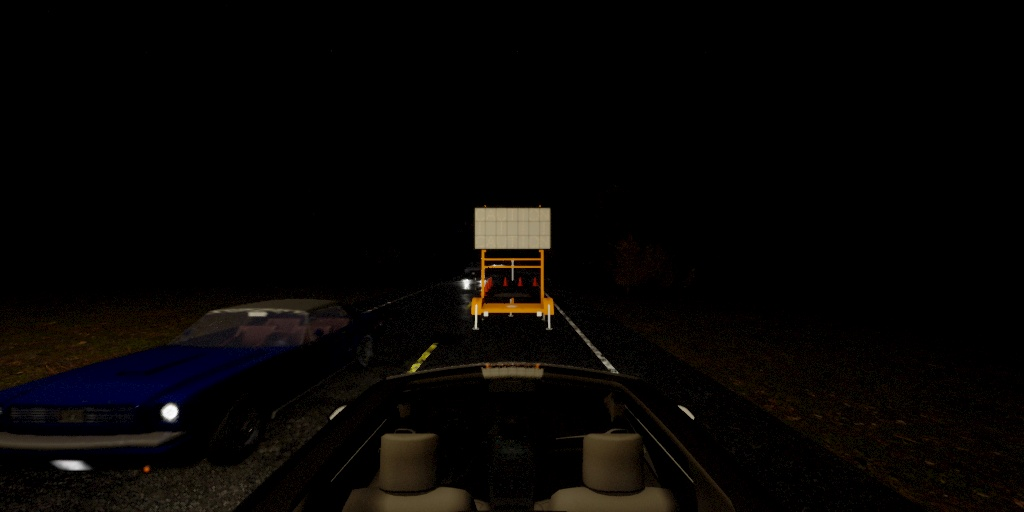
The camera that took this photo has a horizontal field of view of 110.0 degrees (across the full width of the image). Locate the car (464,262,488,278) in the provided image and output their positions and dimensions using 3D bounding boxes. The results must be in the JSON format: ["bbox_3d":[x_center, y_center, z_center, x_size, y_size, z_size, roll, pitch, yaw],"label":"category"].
[{"bbox_3d":[-3.432,1.287,34.181,1.812,1.442,4.674,0,0,0],"label":"car"}]

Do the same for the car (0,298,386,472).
[{"bbox_3d":[-3.493,1.351,5.051,1.895,1.301,4.718,0,0,0],"label":"car"}]

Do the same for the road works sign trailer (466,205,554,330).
[{"bbox_3d":[0.020,0.215,11.158,2.380,3.560,2.880,0,0,0],"label":"road works sign trailer"}]
